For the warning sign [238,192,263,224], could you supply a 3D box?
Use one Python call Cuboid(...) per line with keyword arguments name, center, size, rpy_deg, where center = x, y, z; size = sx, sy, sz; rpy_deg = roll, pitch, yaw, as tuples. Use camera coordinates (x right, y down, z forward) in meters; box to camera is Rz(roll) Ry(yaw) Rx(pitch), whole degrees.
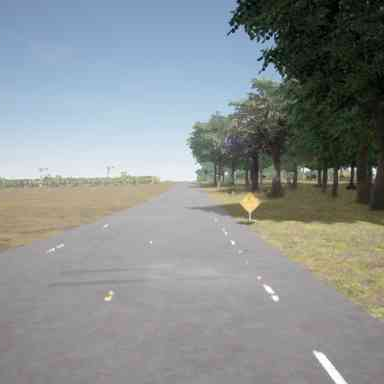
Cuboid(name="warning sign", center=(3.543, 0.942, 20.332), size=(1.300, 1.860, 1.060), rpy_deg=(0, 0, 0))
